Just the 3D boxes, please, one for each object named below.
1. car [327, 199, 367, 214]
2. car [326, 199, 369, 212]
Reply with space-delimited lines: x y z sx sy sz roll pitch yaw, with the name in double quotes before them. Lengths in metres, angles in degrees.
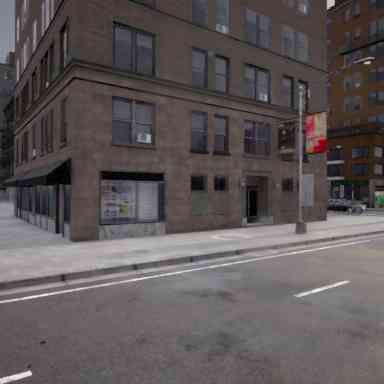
"car" 15.654 1.482 34.977 2.128 1.511 4.902 0 0 -35
"car" 18.726 1.577 40.137 1.947 1.339 4.313 0 0 -35
